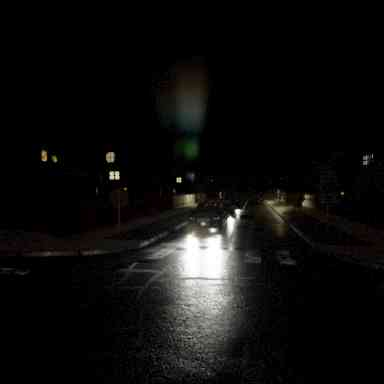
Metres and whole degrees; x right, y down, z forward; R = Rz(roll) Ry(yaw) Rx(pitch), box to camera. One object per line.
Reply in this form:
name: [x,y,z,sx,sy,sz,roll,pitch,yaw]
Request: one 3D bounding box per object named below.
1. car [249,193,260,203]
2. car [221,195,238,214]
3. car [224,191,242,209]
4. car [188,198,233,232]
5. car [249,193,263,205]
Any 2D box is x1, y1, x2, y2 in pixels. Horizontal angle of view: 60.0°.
car: [10.915,1.014,58.113,1.882,1.535,5.008,0,0,10]
car: [2.812,1.309,29.290,1.812,1.442,4.674,0,0,11]
car: [4.878,0.913,40.672,2.150,2.045,5.566,0,1,10]
car: [1.024,1.350,19.418,2.128,1.511,4.902,0,0,11]
car: [9.251,1.179,48.288,1.994,1.385,4.181,0,0,9]
